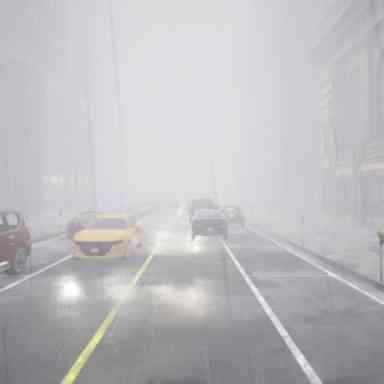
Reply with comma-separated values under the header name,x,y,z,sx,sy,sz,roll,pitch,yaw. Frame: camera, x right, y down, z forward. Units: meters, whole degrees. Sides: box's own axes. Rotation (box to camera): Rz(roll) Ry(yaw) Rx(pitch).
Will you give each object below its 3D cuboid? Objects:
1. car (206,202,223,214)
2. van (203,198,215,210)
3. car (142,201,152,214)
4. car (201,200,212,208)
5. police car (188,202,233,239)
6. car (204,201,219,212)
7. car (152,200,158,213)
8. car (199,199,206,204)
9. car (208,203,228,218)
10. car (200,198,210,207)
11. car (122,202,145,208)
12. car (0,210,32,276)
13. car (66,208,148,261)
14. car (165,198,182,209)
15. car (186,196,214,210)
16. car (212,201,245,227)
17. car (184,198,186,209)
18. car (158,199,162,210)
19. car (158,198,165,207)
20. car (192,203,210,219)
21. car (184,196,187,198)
name,x,y,z,sx,sy,sz,roll,pitch,yaw
car,2.729,1.982,41.624,1.887,1.381,4.507,0,-1,0
van,2.720,1.897,52.829,1.690,1.788,3.998,0,-1,0
car,-5.791,1.903,35.836,1.752,1.417,4.829,0,-1,0
car,2.710,2.219,64.031,1.887,1.381,4.507,0,-1,0
police car,0.884,1.621,18.608,1.930,1.638,5.238,0,-1,0
car,2.725,2.041,47.225,1.887,1.381,4.507,0,-1,0
car,-5.795,1.878,41.609,1.967,1.590,4.097,0,-1,0
car,2.690,2.456,86.438,1.887,1.381,4.507,0,-1,0
car,2.734,1.906,36.192,1.752,1.417,4.829,0,-1,0
car,2.705,2.173,69.634,1.967,1.590,4.097,0,-1,0
car,-5.786,1.902,30.404,1.802,1.307,4.206,0,-1,0
car,-5.766,1.400,8.001,2.192,1.841,5.009,0,-1,0
car,-3.111,1.616,13.120,1.882,1.535,5.008,0,-1,0
car,-3.050,2.214,57.065,2.033,1.411,5.357,0,-1,0
car,0.796,1.523,28.522,2.150,2.045,5.566,0,-1,-1
car,2.745,1.701,24.818,1.967,1.590,4.097,0,-1,0
car,-0.046,2.082,52.887,1.812,1.442,4.674,0,-1,0
car,-5.801,2.042,47.209,1.887,1.381,4.507,0,-1,0
car,-5.806,2.101,52.811,1.887,1.381,4.507,0,-1,0
car,0.870,1.889,34.496,1.812,1.442,4.674,0,-1,0
car,-0.064,1.886,73.196,2.150,2.045,5.566,0,-1,0
